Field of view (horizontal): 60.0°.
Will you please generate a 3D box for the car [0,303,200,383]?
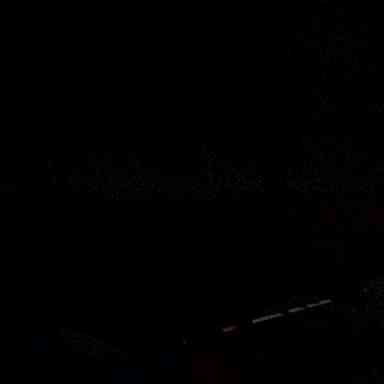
[{"bbox_3d":[-2.063,1.524,1.786,4.674,1.442,1.812,0,0,-34],"label":"car"}]
